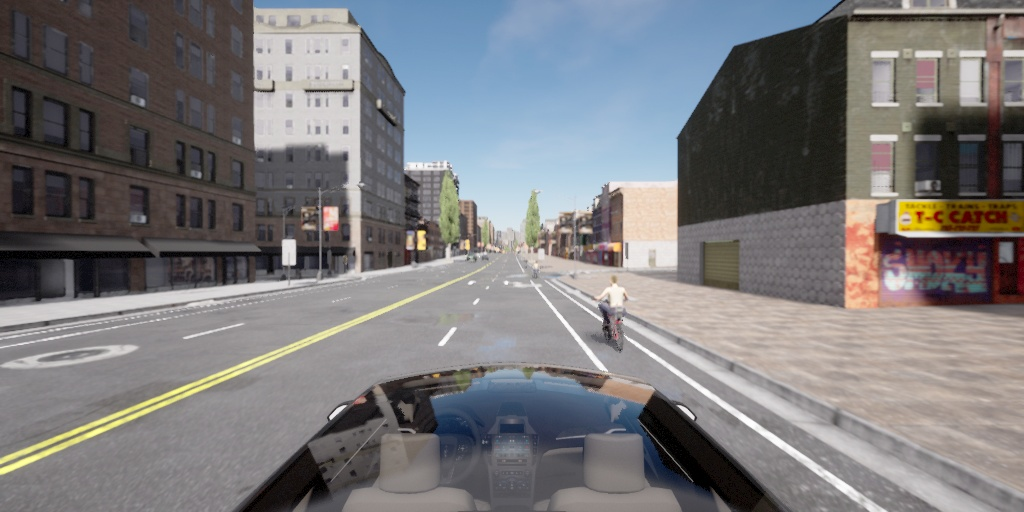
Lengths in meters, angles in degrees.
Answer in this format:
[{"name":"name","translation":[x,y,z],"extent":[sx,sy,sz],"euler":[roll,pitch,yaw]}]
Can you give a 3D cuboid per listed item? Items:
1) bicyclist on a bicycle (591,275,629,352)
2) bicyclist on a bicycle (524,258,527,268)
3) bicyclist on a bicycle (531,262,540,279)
[{"name":"bicyclist on a bicycle","translation":[2.265,1.226,8.074],"extent":[0.866,1.612,1.509],"euler":[0,0,0]},{"name":"bicyclist on a bicycle","translation":[2.257,1.167,58.954],"extent":[0.659,1.776,1.843],"euler":[0,1,0]},{"name":"bicyclist on a bicycle","translation":[2.268,1.328,33.875],"extent":[0.866,1.612,1.509],"euler":[0,0,0]}]
